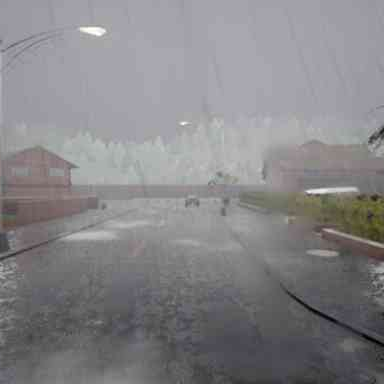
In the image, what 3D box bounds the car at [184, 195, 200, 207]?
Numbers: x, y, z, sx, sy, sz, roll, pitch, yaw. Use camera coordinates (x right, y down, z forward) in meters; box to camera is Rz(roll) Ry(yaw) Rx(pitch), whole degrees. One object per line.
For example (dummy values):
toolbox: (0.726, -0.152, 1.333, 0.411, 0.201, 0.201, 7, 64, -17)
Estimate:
car: (-0.035, 1.165, 45.149, 1.837, 1.490, 4.892, 0, 1, -2)
